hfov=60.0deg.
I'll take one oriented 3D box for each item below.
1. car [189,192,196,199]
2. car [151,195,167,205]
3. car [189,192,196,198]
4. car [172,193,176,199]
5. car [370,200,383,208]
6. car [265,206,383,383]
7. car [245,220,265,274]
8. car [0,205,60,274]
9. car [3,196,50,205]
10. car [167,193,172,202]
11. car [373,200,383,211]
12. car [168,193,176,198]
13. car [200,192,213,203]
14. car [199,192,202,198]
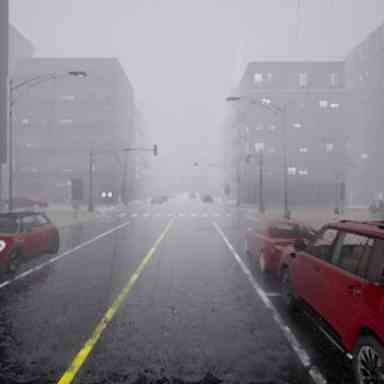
[{"bbox_3d":[0.166,1.041,85.039,1.837,1.490,4.892,0,0,0],"label":"car"},{"bbox_3d":[-5.579,1.234,53.527,1.752,1.417,4.829,1,0,0],"label":"car"},{"bbox_3d":[0.185,0.776,95.431,2.097,1.767,4.553,0,0,0],"label":"car"},{"bbox_3d":[-5.515,1.060,86.667,1.752,1.417,4.829,1,0,0],"label":"car"},{"bbox_3d":[20.915,1.558,34.846,4.097,1.590,1.967,1,-1,0],"label":"car"},{"bbox_3d":[2.709,1.289,4.593,2.192,1.841,5.009,1,0,0],"label":"car"},{"bbox_3d":[2.717,1.488,10.154,1.887,1.381,4.507,1,0,0],"label":"car"},{"bbox_3d":[-5.661,1.384,10.171,1.967,1.590,4.097,1,0,0],"label":"car"},{"bbox_3d":[-17.185,1.069,34.593,4.507,1.381,1.887,1,-1,0],"label":"car"},{"bbox_3d":[-5.558,1.194,64.744,1.887,1.381,4.507,1,0,0],"label":"car"},{"bbox_3d":[26.341,1.763,43.189,4.829,1.417,1.752,1,-1,0],"label":"car"},{"bbox_3d":[-5.505,1.056,92.361,2.008,1.369,4.403,1,0,0],"label":"car"},{"bbox_3d":[2.813,1.224,59.190,1.887,1.381,4.507,1,0,0],"label":"car"},{"bbox_3d":[2.824,1.090,64.713,1.967,1.590,4.097,1,0,0],"label":"car"}]
